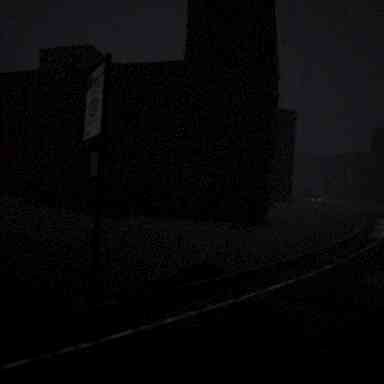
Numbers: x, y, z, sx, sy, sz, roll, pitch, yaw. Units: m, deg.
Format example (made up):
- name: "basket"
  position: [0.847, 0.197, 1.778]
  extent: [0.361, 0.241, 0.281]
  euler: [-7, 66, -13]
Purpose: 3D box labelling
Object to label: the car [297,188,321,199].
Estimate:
- name: "car"
  position: [18.353, 0.159, 52.237]
  extent: [2.128, 1.511, 4.902]
  euler: [4, 2, -10]
